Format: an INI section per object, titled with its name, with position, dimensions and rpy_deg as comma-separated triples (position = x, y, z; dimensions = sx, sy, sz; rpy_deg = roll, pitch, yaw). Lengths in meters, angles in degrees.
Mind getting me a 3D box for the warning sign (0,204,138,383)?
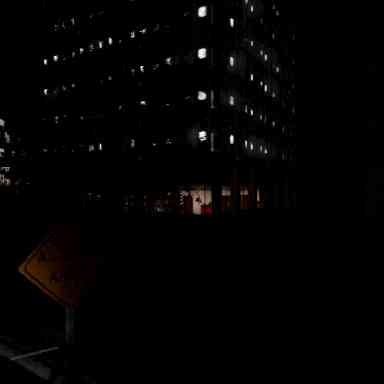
[warning sign]
position = -1.513, 1.109, 4.123
dimensions = 1.060, 1.860, 1.300
rpy_deg = 0, 0, 35
